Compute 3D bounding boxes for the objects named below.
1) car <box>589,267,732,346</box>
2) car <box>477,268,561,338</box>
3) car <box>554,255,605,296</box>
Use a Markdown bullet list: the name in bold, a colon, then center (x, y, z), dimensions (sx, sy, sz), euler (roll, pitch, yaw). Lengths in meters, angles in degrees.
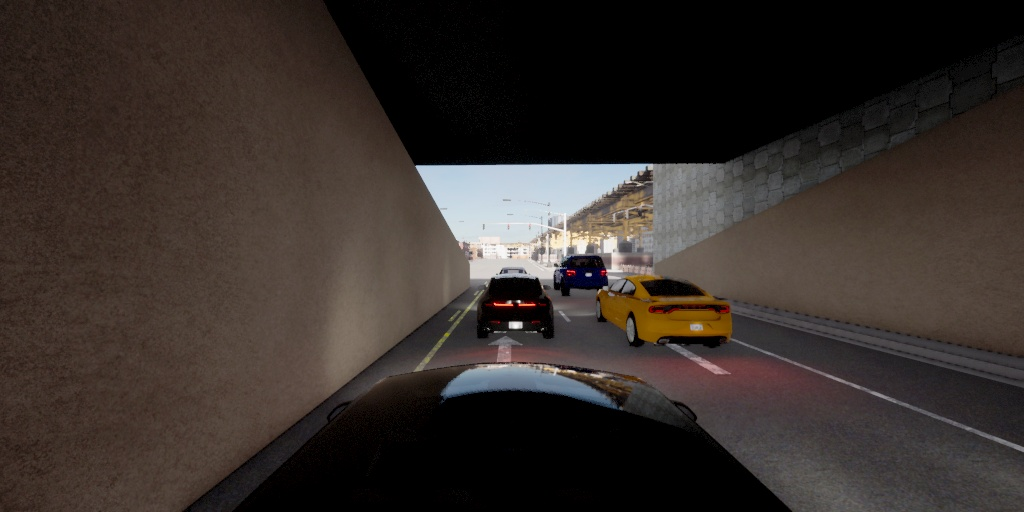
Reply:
- **car**: center (3.573, 1.228, 9.413), dimensions (1.882, 1.535, 5.008), euler (0, 0, 0)
- **car**: center (0.076, 1.255, 10.211), dimensions (1.837, 1.490, 4.892), euler (0, 0, 0)
- **car**: center (3.567, 0.971, 19.382), dimensions (2.150, 2.045, 5.566), euler (0, 0, 0)
